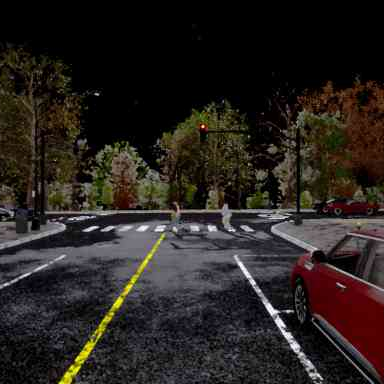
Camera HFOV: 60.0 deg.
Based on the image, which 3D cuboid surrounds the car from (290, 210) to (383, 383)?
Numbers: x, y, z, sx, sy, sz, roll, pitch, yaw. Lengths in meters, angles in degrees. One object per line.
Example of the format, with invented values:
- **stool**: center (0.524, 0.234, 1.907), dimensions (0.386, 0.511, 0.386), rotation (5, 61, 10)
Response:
- **car**: center (2.720, 1.316, 3.837), dimensions (2.192, 1.841, 5.009), rotation (1, 0, 0)

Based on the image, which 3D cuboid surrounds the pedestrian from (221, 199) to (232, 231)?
- **pedestrian**: center (1.945, 1.297, 18.852), dimensions (0.375, 1.860, 0.375), rotation (1, -1, 0)

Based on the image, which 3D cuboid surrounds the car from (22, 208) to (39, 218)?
- **car**: center (-16.103, 1.733, 29.205), dimensions (4.718, 1.301, 1.895), rotation (-1, -1, 1)

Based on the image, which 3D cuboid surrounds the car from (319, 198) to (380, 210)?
- **car**: center (15.183, 1.459, 31.897), dimensions (4.718, 1.301, 1.895), rotation (-1, -1, 1)

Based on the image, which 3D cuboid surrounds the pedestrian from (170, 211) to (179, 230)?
- **pedestrian**: center (-1.038, 1.661, 19.450), dimensions (0.500, 1.100, 0.500), rotation (1, -1, 0)

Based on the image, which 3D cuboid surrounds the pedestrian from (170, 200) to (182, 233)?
- **pedestrian**: center (-0.842, 1.297, 18.255), dimensions (0.375, 1.860, 0.375), rotation (1, -1, 0)

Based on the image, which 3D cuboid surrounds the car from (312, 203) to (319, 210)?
- **car**: center (15.249, 1.406, 35.150), dimensions (4.892, 1.490, 1.837), rotation (-1, -1, 1)

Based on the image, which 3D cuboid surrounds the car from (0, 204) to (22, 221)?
- **car**: center (-16.429, 1.583, 25.951), dimensions (4.902, 1.511, 2.128), rotation (-1, -1, 2)
